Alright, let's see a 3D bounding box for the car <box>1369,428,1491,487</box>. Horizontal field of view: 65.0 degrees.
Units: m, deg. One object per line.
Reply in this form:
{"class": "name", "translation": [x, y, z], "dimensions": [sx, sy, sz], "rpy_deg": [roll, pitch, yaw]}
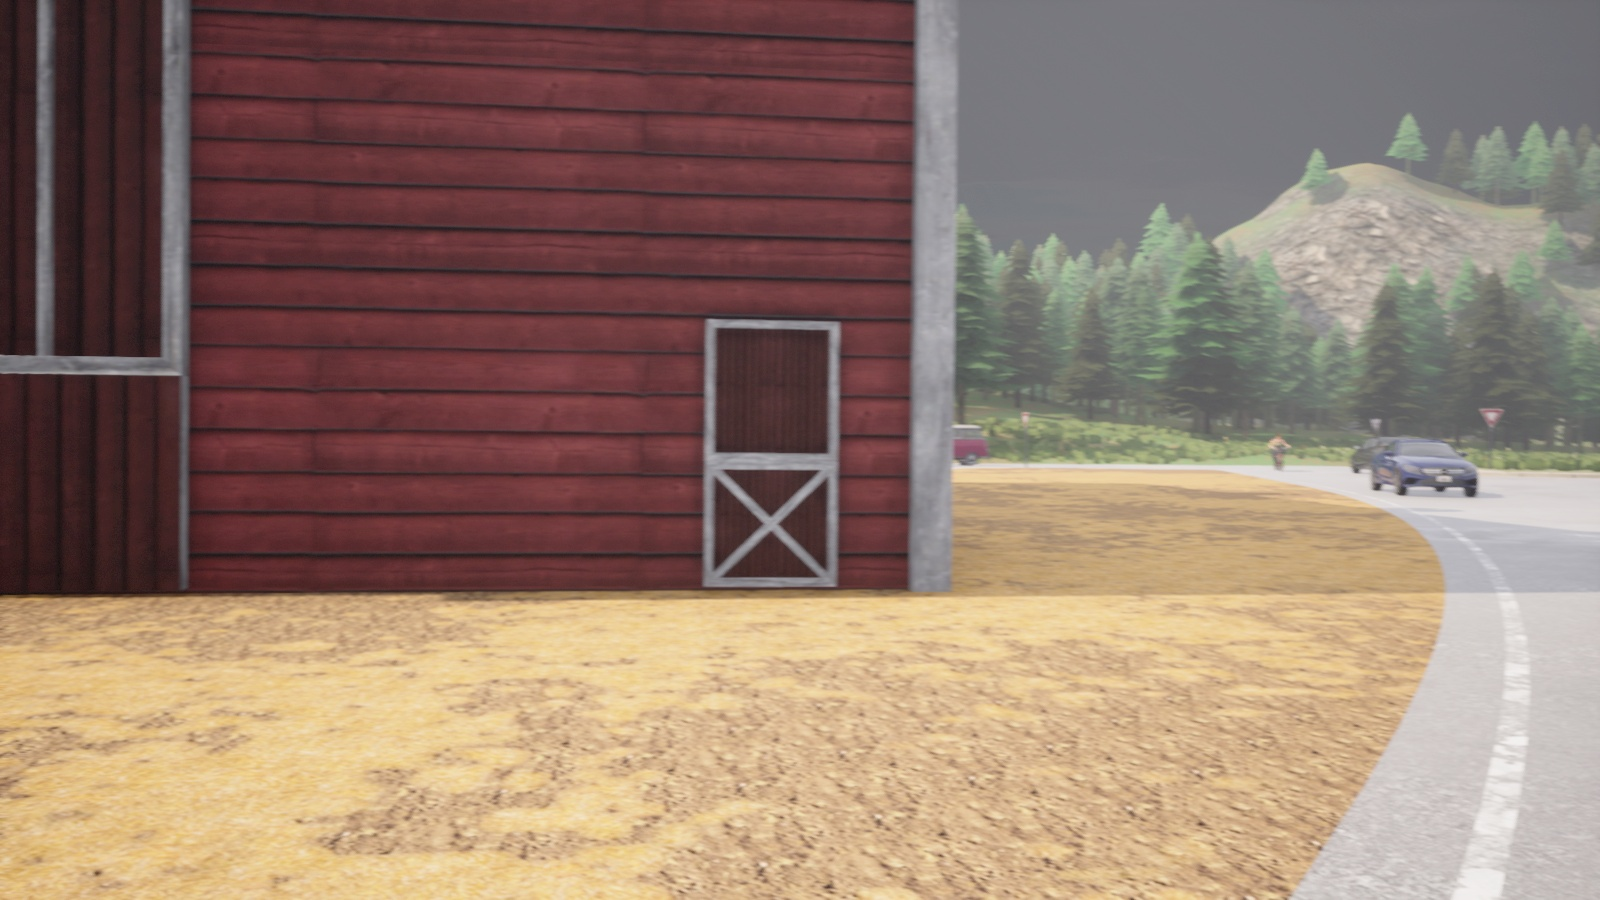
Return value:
{"class": "car", "translation": [16.380, 0.146, 32.892], "dimensions": [1.812, 1.442, 4.674], "rpy_deg": [0, 1, 13]}

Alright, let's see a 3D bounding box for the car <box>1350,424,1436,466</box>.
{"class": "car", "translation": [22.986, -0.214, 48.812], "dimensions": [2.007, 1.525, 4.514], "rpy_deg": [0, 1, 12]}

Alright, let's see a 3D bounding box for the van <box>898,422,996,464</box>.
{"class": "van", "translation": [7.118, -0.338, 60.889], "dimensions": [4.442, 1.987, 1.775], "rpy_deg": [0, 1, -6]}
